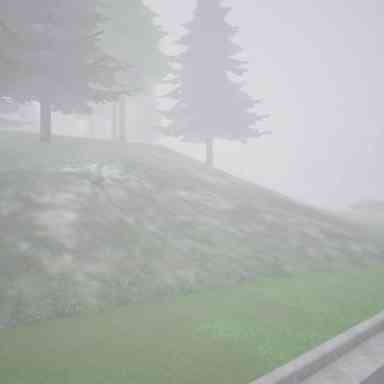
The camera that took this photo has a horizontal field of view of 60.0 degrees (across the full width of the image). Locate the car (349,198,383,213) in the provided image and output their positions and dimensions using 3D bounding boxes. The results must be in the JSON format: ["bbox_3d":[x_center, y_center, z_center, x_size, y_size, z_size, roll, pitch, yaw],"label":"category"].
[{"bbox_3d":[19.040,1.390,36.116,1.882,1.535,5.008,0,-1,-4],"label":"car"}]
